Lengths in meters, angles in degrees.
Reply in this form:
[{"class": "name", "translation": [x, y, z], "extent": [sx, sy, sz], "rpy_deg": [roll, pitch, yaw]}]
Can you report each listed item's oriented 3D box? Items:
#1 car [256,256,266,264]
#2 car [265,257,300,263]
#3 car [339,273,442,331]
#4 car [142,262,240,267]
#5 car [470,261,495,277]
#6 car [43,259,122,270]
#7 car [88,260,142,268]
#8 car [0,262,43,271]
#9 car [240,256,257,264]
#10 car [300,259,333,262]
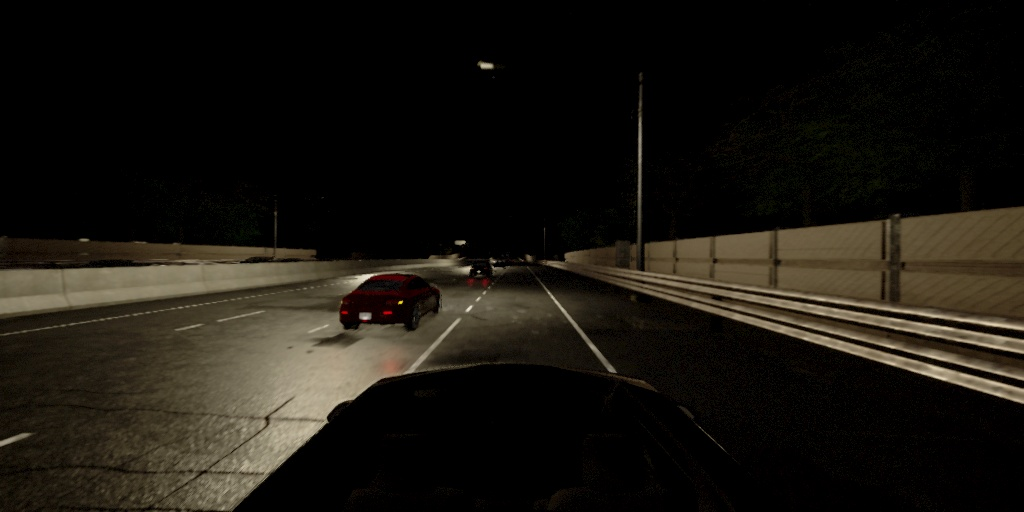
[{"class": "car", "translation": [-27.309, 0.996, 42.650], "extent": [2.128, 1.511, 4.902], "rpy_deg": [0, 0, 2]}, {"class": "car", "translation": [-23.906, 1.035, 38.890], "extent": [1.837, 1.490, 4.892], "rpy_deg": [0, 0, 2]}, {"class": "car", "translation": [-3.407, 1.244, 10.739], "extent": [1.812, 1.442, 4.674], "rpy_deg": [0, 0, 1]}, {"class": "car", "translation": [-20.736, 1.088, 23.466], "extent": [1.812, 1.442, 4.674], "rpy_deg": [0, 0, 1]}, {"class": "car", "translation": [-2.932, 1.241, 34.540], "extent": [1.812, 1.442, 4.674], "rpy_deg": [0, 0, 1]}, {"class": "car", "translation": [-27.709, 0.980, 24.562], "extent": [1.882, 1.535, 5.008], "rpy_deg": [0, 0, 1]}, {"class": "car", "translation": [-24.233, 1.097, 23.569], "extent": [1.994, 1.385, 4.181], "rpy_deg": [0, 0, 1]}, {"class": "car", "translation": [-31.225, 1.073, 23.887], "extent": [1.895, 1.301, 4.718], "rpy_deg": [0, 0, 1]}, {"class": "car", "translation": [-30.781, 0.826, 43.255], "extent": [2.097, 1.767, 4.553], "rpy_deg": [0, 0, 2]}, {"class": "car", "translation": [-20.411, 1.088, 38.838], "extent": [1.812, 1.442, 4.674], "rpy_deg": [0, 0, 2]}]
